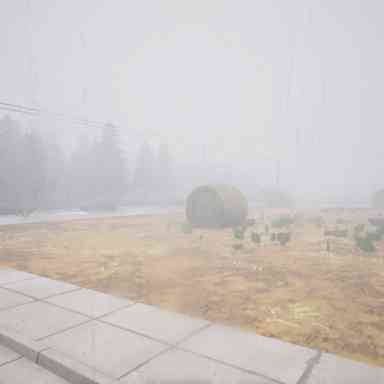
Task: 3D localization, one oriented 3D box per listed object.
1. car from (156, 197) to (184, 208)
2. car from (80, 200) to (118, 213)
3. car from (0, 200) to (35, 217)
[{"bbox_3d":[-3.070,1.527,48.110,1.837,1.490,4.892,0,1,37],"label":"car"},{"bbox_3d":[-10.581,1.590,38.015,1.994,1.385,4.181,0,0,36],"label":"car"},{"bbox_3d":[-16.691,1.518,29.774,2.128,1.511,4.902,0,0,37],"label":"car"}]
